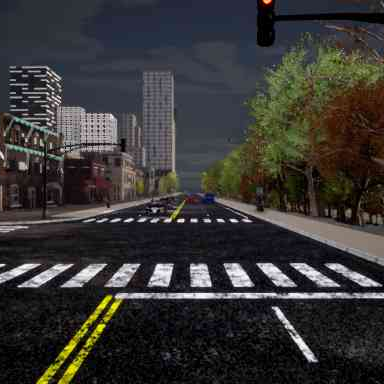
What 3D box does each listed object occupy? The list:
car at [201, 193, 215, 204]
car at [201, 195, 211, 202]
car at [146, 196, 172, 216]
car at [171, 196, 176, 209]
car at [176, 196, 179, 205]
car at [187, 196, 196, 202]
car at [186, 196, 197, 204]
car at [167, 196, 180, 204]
[{"bbox_3d":[3.187,1.198,63.834,2.150,2.045,5.566,0,0,0],"label":"car"},{"bbox_3d":[3.057,1.448,74.409,1.882,1.535,5.008,0,0,0],"label":"car"},{"bbox_3d":[-3.429,1.481,32.982,2.128,1.511,4.902,0,0,0],"label":"car"},{"bbox_3d":[-3.449,1.490,43.032,1.837,1.490,4.892,0,0,0],"label":"car"},{"bbox_3d":[-3.467,1.486,53.172,1.837,1.490,4.892,0,0,0],"label":"car"},{"bbox_3d":[-0.187,1.524,74.166,1.994,1.385,4.181,0,0,0],"label":"car"},{"bbox_3d":[-0.059,1.541,62.078,1.994,1.385,4.181,0,0,0],"label":"car"},{"bbox_3d":[-3.456,1.468,63.562,2.128,1.511,4.902,0,0,1],"label":"car"}]
